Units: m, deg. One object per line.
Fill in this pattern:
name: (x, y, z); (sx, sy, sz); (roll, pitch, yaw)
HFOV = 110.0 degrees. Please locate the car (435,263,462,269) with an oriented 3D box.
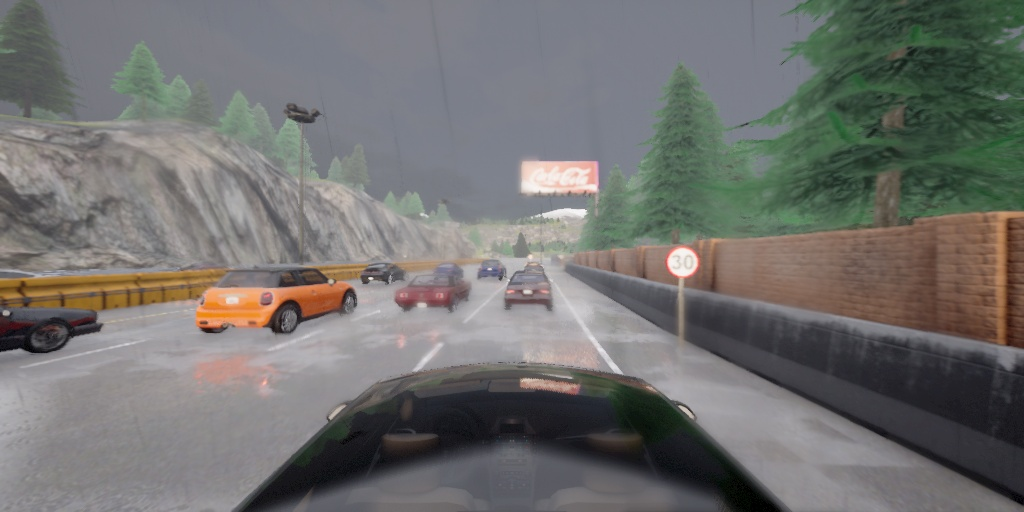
car: (-5.290, 1.262, 30.082); (1.812, 1.442, 4.674); (0, 0, 4)

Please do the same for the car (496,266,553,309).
car: (0.714, 1.300, 14.865); (2.033, 1.411, 5.357); (0, 0, 4)

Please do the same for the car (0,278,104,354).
car: (-10.294, 1.268, 5.646); (2.033, 1.411, 5.357); (0, 0, 2)

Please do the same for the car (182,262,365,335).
car: (-6.505, 1.084, 10.608); (2.097, 1.767, 4.553); (0, 0, 3)

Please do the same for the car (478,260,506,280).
car: (-1.673, 1.099, 31.480); (2.097, 1.767, 4.553); (0, 0, 4)

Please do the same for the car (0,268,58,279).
car: (-20.580, 1.217, 13.697); (1.812, 1.442, 4.674); (0, 0, 3)

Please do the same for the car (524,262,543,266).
car: (2.118, 1.322, 35.709); (1.994, 1.385, 4.181); (0, 0, 4)

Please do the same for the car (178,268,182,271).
car: (-29.630, 1.260, 34.541); (1.994, 1.385, 4.181); (0, 0, 4)

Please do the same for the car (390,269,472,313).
car: (-2.834, 1.343, 14.069); (1.895, 1.301, 4.718); (0, 0, 4)

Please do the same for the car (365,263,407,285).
car: (-9.069, 1.230, 25.835); (1.837, 1.490, 4.892); (0, 0, 4)
